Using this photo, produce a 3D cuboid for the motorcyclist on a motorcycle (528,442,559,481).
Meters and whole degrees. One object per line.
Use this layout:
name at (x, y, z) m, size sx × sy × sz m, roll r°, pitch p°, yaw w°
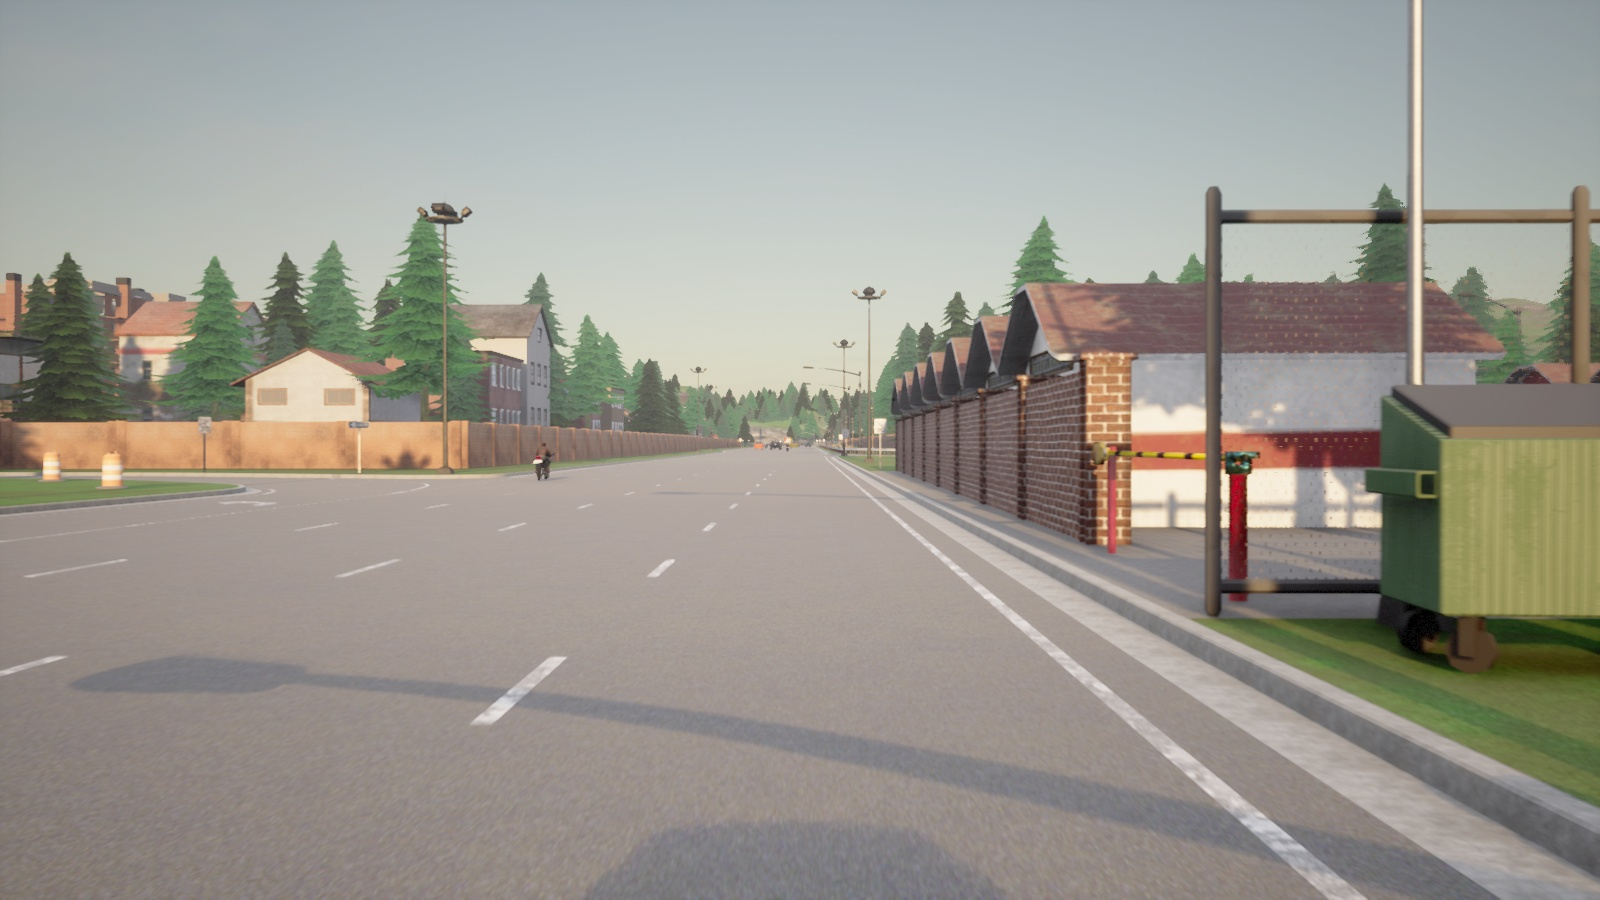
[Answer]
motorcyclist on a motorcycle at (-10.201, 0.438, 50.006) m, size 0.797 × 1.523 × 2.044 m, roll 0°, pitch 0°, yaw 0°
